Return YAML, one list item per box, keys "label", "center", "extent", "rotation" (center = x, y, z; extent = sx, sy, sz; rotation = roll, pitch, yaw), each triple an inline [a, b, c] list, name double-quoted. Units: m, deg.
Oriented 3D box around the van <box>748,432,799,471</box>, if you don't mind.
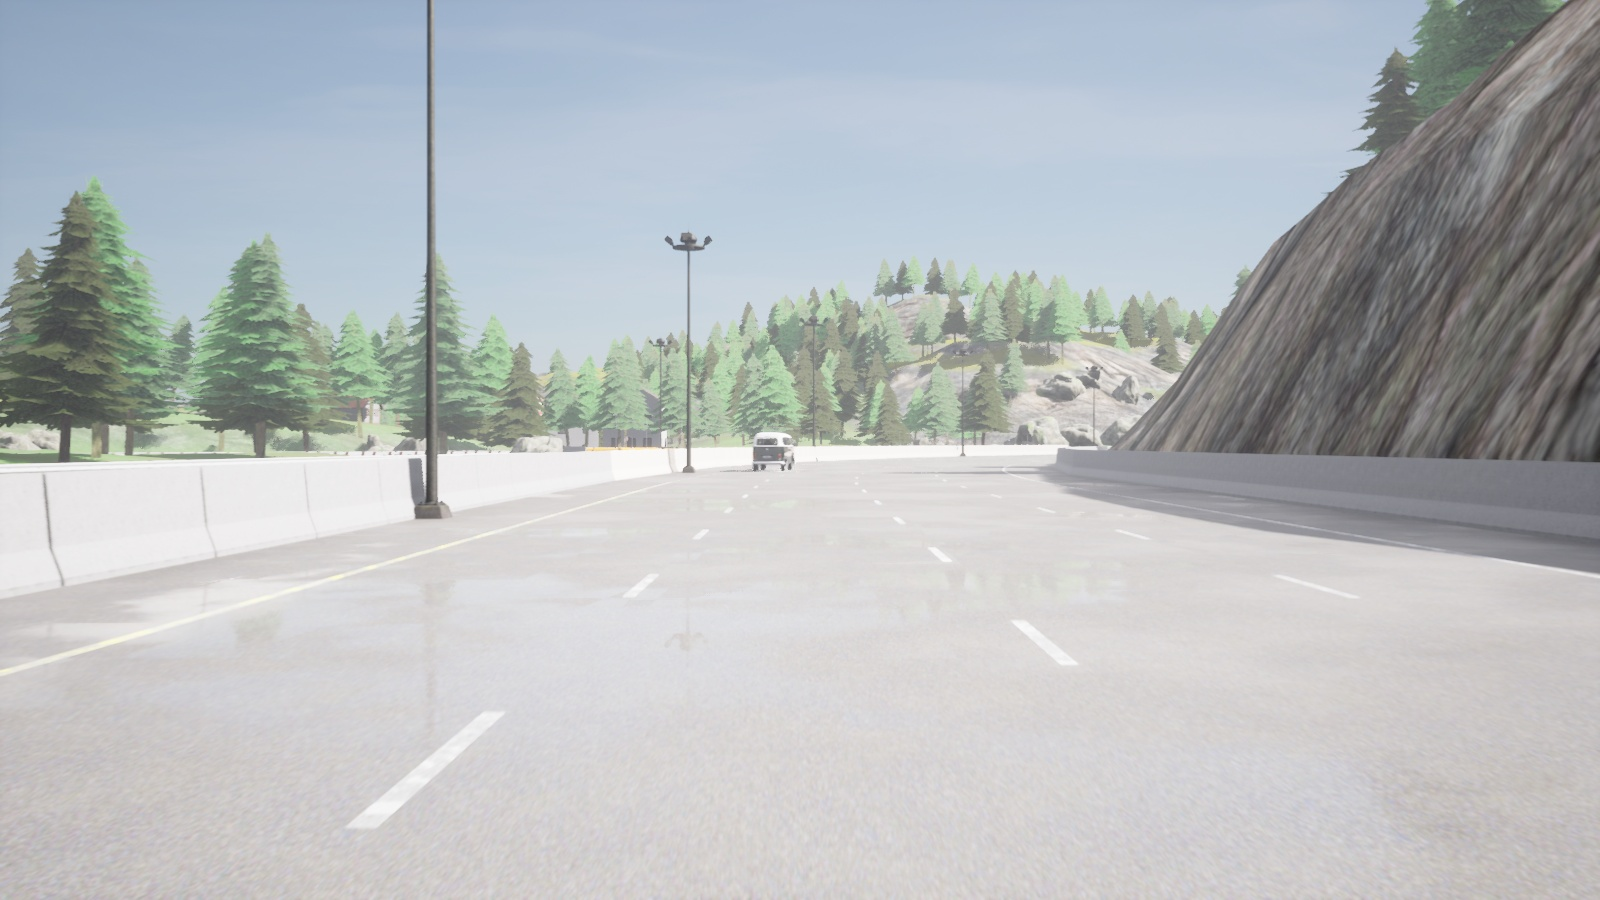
- label: "van"
  center: [-1.372, 0.087, 67.695]
  extent: [2.069, 2.038, 4.480]
  rotation: [0, 0, 8]
